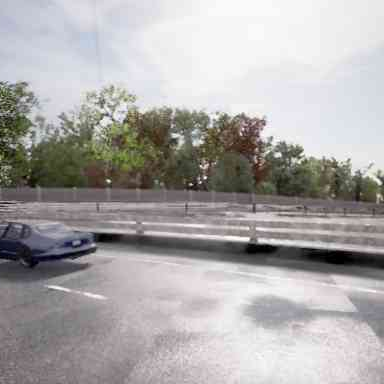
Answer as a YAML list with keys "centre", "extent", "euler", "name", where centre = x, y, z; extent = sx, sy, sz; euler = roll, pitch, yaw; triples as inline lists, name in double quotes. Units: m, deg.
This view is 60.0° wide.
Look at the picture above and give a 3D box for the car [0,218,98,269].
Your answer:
- centre: [-5.727, 1.625, 11.413]
  extent: [5.357, 1.411, 2.033]
  euler: [-1, 0, 29]
  name: "car"
